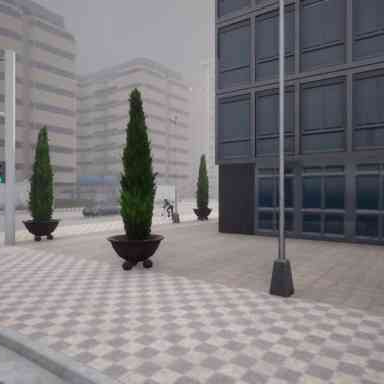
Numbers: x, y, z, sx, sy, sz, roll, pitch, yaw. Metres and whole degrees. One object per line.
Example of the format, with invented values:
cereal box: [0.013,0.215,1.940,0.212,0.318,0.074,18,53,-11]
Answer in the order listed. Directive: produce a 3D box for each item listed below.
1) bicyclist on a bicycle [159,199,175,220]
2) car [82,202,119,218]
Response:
bicyclist on a bicycle: [-1.908,1.356,25.824,1.656,1.620,0.582,0,0,35]
car: [-8.169,1.619,31.317,1.994,1.385,4.181,0,0,35]
